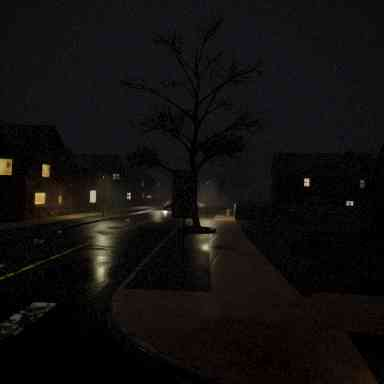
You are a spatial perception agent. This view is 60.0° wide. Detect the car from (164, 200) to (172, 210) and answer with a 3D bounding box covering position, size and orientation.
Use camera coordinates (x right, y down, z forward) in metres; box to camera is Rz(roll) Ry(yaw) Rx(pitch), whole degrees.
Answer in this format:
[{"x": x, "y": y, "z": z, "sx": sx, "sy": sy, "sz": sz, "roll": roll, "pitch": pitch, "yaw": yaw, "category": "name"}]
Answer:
[{"x": -2.676, "y": 1.920, "z": 47.832, "sx": 2.033, "sy": 1.411, "sz": 5.357, "roll": 2, "pitch": 0, "yaw": 8, "category": "car"}]
